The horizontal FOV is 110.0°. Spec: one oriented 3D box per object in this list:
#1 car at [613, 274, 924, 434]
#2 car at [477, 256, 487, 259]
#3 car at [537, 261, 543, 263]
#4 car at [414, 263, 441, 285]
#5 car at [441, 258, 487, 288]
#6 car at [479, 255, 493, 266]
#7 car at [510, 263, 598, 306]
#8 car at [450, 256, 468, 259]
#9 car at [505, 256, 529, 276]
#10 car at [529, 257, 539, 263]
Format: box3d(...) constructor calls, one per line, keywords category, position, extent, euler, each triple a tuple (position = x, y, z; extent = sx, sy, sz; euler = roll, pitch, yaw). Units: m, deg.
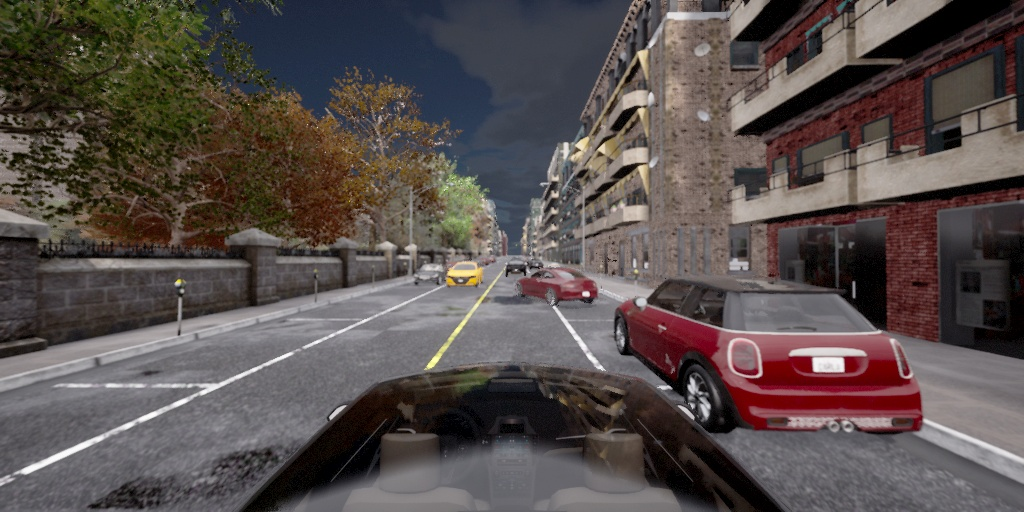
box3d(category="car", position=(3.147, 1.084, 5.668), extent=(2.097, 1.767, 4.553), euler=(0, 0, 1))
box3d(category="car", position=(-5.214, 1.066, 52.294), extent=(1.948, 1.339, 4.313), euler=(0, 0, 1))
box3d(category="car", position=(2.906, 1.164, 24.768), extent=(1.751, 1.417, 4.829), euler=(0, 0, 1))
box3d(category="car", position=(-5.476, 1.186, 24.678), extent=(2.007, 1.370, 4.403), euler=(0, 0, 1))
box3d(category="car", position=(-2.902, 1.123, 22.874), extent=(1.882, 1.535, 5.008), euler=(0, 0, 1))
box3d(category="car", position=(-5.110, 0.761, 63.341), extent=(2.192, 1.841, 5.009), euler=(0, 0, 1))
box3d(category="car", position=(1.782, 1.209, 15.300), extent=(1.812, 1.442, 4.674), euler=(0, 1, -24))
box3d(category="car", position=(-5.371, 0.896, 35.725), extent=(2.192, 1.841, 5.009), euler=(0, 0, 1))
box3d(category="car", position=(0.385, 1.071, 33.781), extent=(1.882, 1.535, 5.008), euler=(0, 0, 1))
box3d(category="car", position=(3.113, 1.097, 46.691), extent=(1.948, 1.339, 4.313), euler=(0, 0, 1))
